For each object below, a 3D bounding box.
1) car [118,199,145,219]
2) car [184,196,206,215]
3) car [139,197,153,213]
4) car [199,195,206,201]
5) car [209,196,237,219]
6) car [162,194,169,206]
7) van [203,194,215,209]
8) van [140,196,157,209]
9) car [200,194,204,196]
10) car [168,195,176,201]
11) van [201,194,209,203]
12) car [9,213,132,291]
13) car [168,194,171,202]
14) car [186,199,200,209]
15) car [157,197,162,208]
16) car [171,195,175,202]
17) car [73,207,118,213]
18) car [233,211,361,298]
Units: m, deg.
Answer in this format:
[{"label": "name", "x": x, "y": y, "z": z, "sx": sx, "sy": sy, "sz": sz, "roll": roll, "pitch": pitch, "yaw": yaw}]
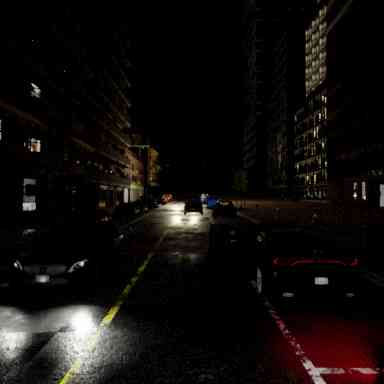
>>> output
[{"label": "car", "x": -5.608, "y": 1.576, "z": 29.190, "sx": 1.947, "sy": 1.339, "sz": 4.313, "roll": 1, "pitch": 0, "yaw": 0}, {"label": "car", "x": 0.157, "y": 1.490, "z": 34.802, "sx": 1.882, "sy": 1.535, "sz": 5.008, "roll": 0, "pitch": 0, "yaw": 0}, {"label": "car", "x": -5.594, "y": 1.563, "z": 34.759, "sx": 2.008, "sy": 1.369, "sz": 4.403, "roll": 1, "pitch": 0, "yaw": 0}, {"label": "car", "x": 2.923, "y": 1.569, "z": 90.604, "sx": 1.752, "sy": 1.417, "sz": 4.829, "roll": 1, "pitch": 0, "yaw": 0}, {"label": "car", "x": 2.774, "y": 1.450, "z": 29.169, "sx": 1.967, "sy": 1.590, "sz": 4.097, "roll": 1, "pitch": 0, "yaw": 0}, {"label": "car", "x": -5.539, "y": 1.574, "z": 57.037, "sx": 2.008, "sy": 1.369, "sz": 4.403, "roll": 1, "pitch": 0, "yaw": 0}, {"label": "van", "x": 2.817, "y": 1.359, "z": 45.878, "sx": 1.690, "sy": 1.788, "sz": 3.998, "roll": 1, "pitch": 0, "yaw": 0}, {"label": "van", "x": -5.577, "y": 1.356, "z": 40.330, "sx": 1.690, "sy": 1.788, "sz": 3.998, "roll": 1, "pitch": 0, "yaw": 0}, {"label": "car", "x": 2.855, "y": 1.551, "z": 62.755, "sx": 1.752, "sy": 1.417, "sz": 4.829, "roll": 1, "pitch": 0, "yaw": 0}, {"label": "car", "x": -5.458, "y": 1.589, "z": 90.456, "sx": 1.887, "sy": 1.381, "sz": 4.507, "roll": 1, "pitch": 0, "yaw": 0}, {"label": "van", "x": 2.885, "y": 1.373, "z": 73.726, "sx": 1.690, "sy": 1.788, "sz": 3.998, "roll": 1, "pitch": 0, "yaw": 0}, {"label": "car", "x": -3.078, "y": 1.528, "z": 9.188, "sx": 1.812, "sy": 1.442, "sz": 4.674, "roll": 0, "pitch": 0, "yaw": 0}, {"label": "car", "x": -5.526, "y": 1.551, "z": 62.438, "sx": 1.752, "sy": 1.417, "sz": 4.829, "roll": 1, "pitch": 0, "yaw": 0}, {"label": "car", "x": 0.174, "y": 1.619, "z": 46.194, "sx": 1.895, "sy": 1.301, "sz": 4.718, "roll": 0, "pitch": 0, "yaw": 1}, {"label": "car", "x": -5.566, "y": 1.543, "z": 45.729, "sx": 1.752, "sy": 1.417, "sz": 4.829, "roll": 1, "pitch": 0, "yaw": 0}, {"label": "car", "x": -5.495, "y": 1.347, "z": 73.747, "sx": 2.192, "sy": 1.841, "sz": 5.009, "roll": 1, "pitch": 0, "yaw": 0}, {"label": "car", "x": -5.635, "y": 1.550, "z": 18.050, "sx": 1.887, "sy": 1.381, "sz": 4.507, "roll": 1, "pitch": 0, "yaw": 0}, {"label": "car", "x": 2.381, "y": 1.480, "z": 8.575, "sx": 1.882, "sy": 1.535, "sz": 5.008, "roll": 0, "pitch": 0, "yaw": 0}]
